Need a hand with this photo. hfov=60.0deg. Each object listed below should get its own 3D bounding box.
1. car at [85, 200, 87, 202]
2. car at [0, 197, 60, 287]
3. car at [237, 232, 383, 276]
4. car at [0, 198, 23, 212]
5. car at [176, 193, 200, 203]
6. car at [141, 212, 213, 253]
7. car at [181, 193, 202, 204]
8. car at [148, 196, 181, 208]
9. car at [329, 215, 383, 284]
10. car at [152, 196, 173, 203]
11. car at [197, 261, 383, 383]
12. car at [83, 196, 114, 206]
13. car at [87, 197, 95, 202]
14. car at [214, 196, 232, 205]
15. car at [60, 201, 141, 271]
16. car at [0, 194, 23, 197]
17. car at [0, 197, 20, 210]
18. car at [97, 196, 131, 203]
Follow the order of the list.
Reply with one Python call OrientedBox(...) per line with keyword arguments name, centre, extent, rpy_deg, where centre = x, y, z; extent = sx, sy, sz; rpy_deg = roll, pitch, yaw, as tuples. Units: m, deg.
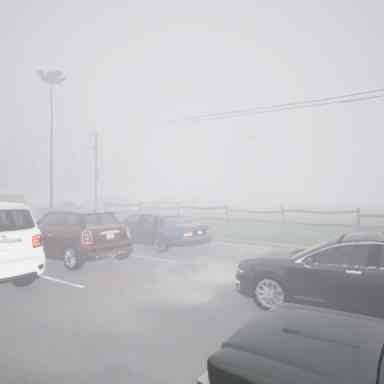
OrientedBox(name="car", centre=(-13.435, 1.601, 33.758), extent=(1.895, 1.301, 4.718), rpy_deg=(0, 0, 34))
OrientedBox(name="car", centre=(-5.845, 1.221, 8.109), extent=(5.566, 2.045, 2.150), rpy_deg=(0, 0, 36))
OrientedBox(name="car", centre=(3.155, 1.504, 6.039), extent=(4.892, 1.490, 1.837), rpy_deg=(0, 0, 36))
OrientedBox(name="car", centre=(-22.659, 1.507, 38.823), extent=(1.837, 1.490, 4.892), rpy_deg=(0, -1, 34))
OrientedBox(name="car", centre=(-0.749, 1.223, 69.144), extent=(2.150, 2.045, 5.566), rpy_deg=(0, 0, 36))
OrientedBox(name="car", centre=(-1.740, 1.547, 13.782), extent=(5.357, 1.411, 2.033), rpy_deg=(0, 0, 36))
OrientedBox(name="car", centre=(-0.121, 1.351, 64.163), extent=(2.097, 1.767, 4.553), rpy_deg=(0, 0, 37))
OrientedBox(name="car", centre=(-4.085, 1.505, 46.941), extent=(1.837, 1.490, 4.892), rpy_deg=(0, 0, 36))
OrientedBox(name="car", centre=(6.222, 1.478, 8.154), extent=(5.008, 1.535, 1.882), rpy_deg=(0, 0, 36))
OrientedBox(name="car", centre=(-6.074, 1.563, 67.804), extent=(1.994, 1.385, 4.181), rpy_deg=(0, 0, 37))
OrientedBox(name="car", centre=(2.378, 1.601, 2.295), extent=(4.718, 1.301, 1.895), rpy_deg=(0, 0, 36))
OrientedBox(name="car", centre=(-15.441, 1.504, 55.119), extent=(1.837, 1.490, 4.892), rpy_deg=(0, 0, 36))
OrientedBox(name="car", centre=(-14.150, 1.504, 50.961), extent=(1.837, 1.490, 4.892), rpy_deg=(0, 0, 36))
OrientedBox(name="car", centre=(5.547, 1.526, 60.091), extent=(1.812, 1.442, 4.674), rpy_deg=(0, 0, 36))
OrientedBox(name="car", centre=(-4.176, 1.352, 11.222), extent=(4.553, 1.767, 2.097), rpy_deg=(0, 0, 36))
OrientedBox(name="car", centre=(-20.648, 1.223, 35.496), extent=(2.150, 2.045, 5.566), rpy_deg=(0, 0, 33))
OrientedBox(name="car", centre=(-24.709, 1.492, 42.054), extent=(2.128, 1.511, 4.902), rpy_deg=(0, 0, 34))
OrientedBox(name="car", centre=(-11.236, 1.352, 49.017), extent=(2.097, 1.767, 4.553), rpy_deg=(0, 0, 36))
